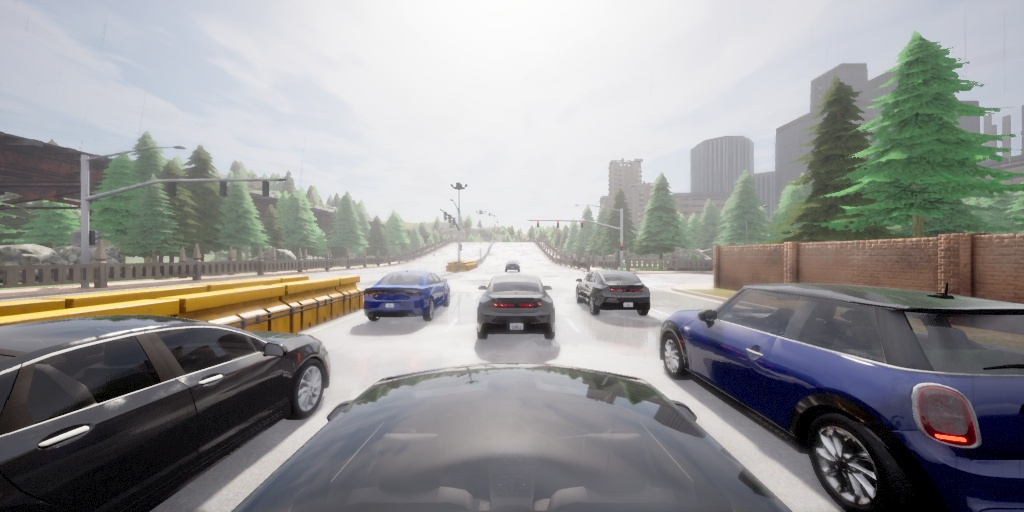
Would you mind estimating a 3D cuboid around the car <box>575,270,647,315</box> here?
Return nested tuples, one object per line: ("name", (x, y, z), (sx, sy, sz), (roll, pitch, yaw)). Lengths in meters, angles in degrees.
("car", (3.614, 1.255, 13.478), (1.837, 1.490, 4.892), (0, 0, 1))

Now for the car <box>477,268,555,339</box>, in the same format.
("car", (0.096, 1.255, 10.043), (1.837, 1.490, 4.892), (0, 0, 0))

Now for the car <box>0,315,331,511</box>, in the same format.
("car", (-3.400, 1.255, 2.973), (1.837, 1.490, 4.892), (0, 0, 0))

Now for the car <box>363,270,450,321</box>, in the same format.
("car", (-3.404, 1.228, 12.466), (1.882, 1.535, 5.008), (0, 0, 0))

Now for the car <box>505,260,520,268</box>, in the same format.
("car", (0.068, 1.276, 46.197), (1.812, 1.442, 4.674), (0, 0, 0))

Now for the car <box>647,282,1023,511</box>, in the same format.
("car", (3.601, 1.102, 4.393), (2.097, 1.767, 4.553), (0, 0, 0))
